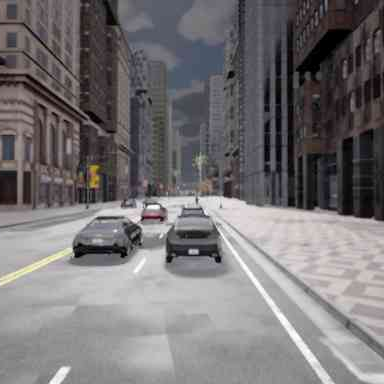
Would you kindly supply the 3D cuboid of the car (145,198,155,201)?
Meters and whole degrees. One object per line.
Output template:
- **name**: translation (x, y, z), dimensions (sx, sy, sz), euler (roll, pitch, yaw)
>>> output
- **car**: translation (-6.562, 1.782, 51.736), dimensions (1.837, 1.490, 4.892), euler (0, -1, 0)

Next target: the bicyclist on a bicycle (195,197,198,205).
- **bicyclist on a bicycle**: translation (0.902, 1.813, 69.253), dimensions (0.582, 1.620, 1.656), euler (0, -1, 0)

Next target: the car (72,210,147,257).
- **car**: translation (-3.179, 1.636, 13.244), dimensions (1.994, 1.385, 4.181), euler (0, 0, 0)

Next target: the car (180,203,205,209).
- **car**: translation (0.070, 1.644, 27.783), dimensions (2.128, 1.511, 4.902), euler (0, 0, 0)

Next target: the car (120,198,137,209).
- **car**: translation (-9.811, 1.782, 51.709), dimensions (1.837, 1.490, 4.892), euler (0, -1, 0)

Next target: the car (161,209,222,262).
- **car**: translation (0.068, 1.570, 12.384), dimensions (1.837, 1.490, 4.892), euler (0, -1, 0)

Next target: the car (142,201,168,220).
- **car**: translation (-3.176, 1.720, 28.594), dimensions (1.994, 1.385, 4.181), euler (0, 0, 0)

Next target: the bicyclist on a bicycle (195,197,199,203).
- **bicyclist on a bicycle**: translation (0.899, 1.686, 60.247), dimensions (0.659, 1.776, 1.843), euler (0, 0, 0)
